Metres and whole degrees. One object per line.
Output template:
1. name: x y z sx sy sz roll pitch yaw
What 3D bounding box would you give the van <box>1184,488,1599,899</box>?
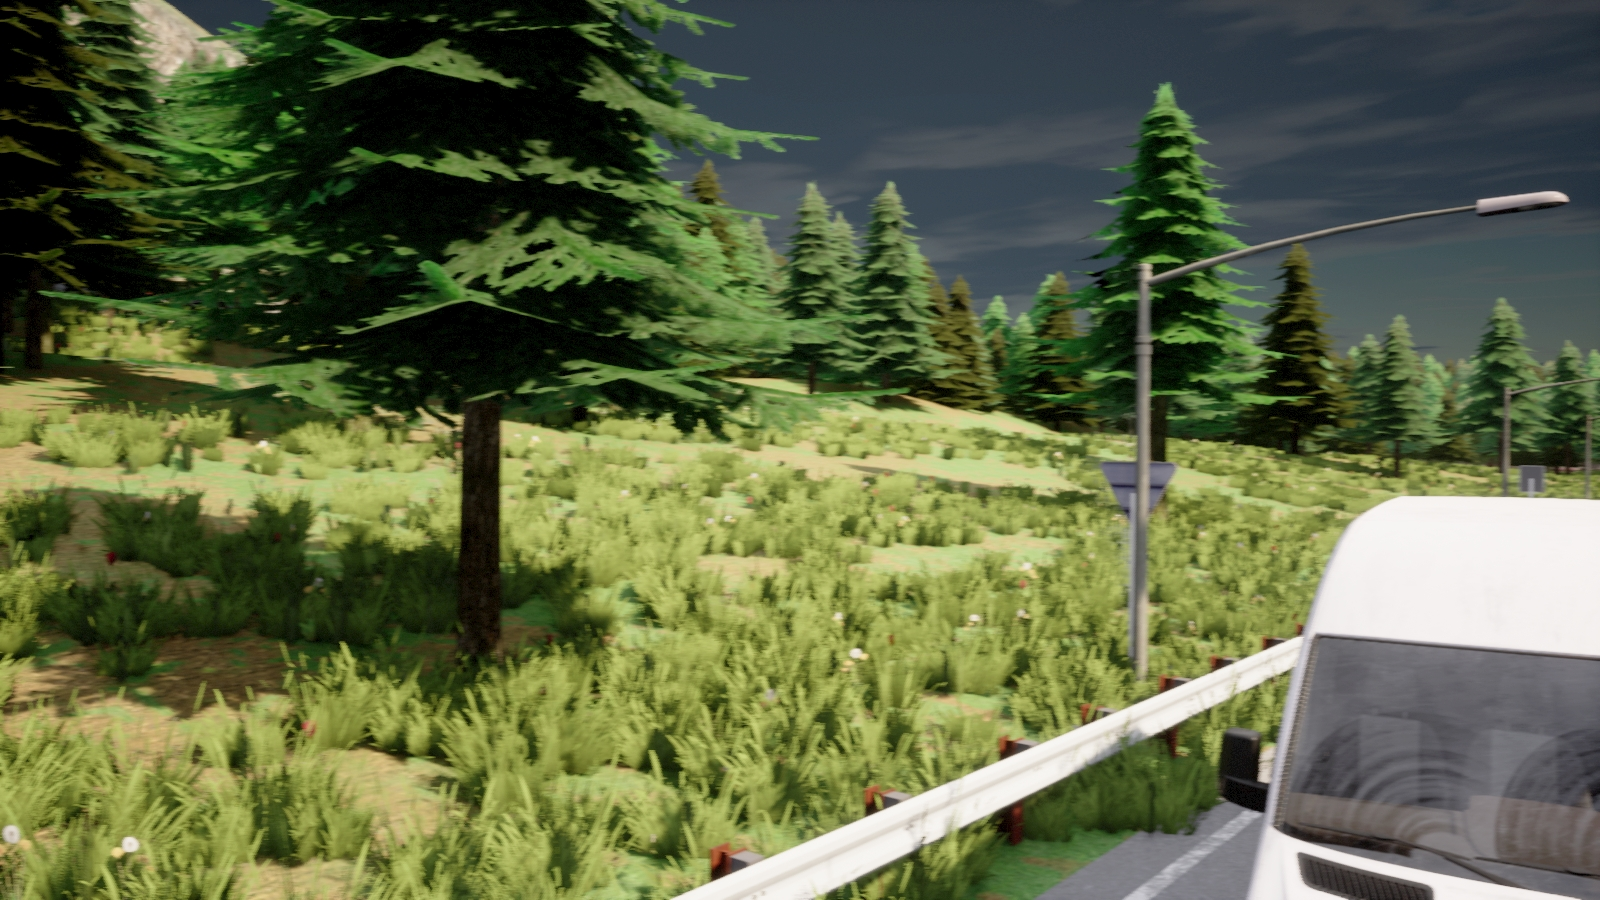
1. van: 3.608 1.557 5.638 1.988 2.561 5.915 0 0 31

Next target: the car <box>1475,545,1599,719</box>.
1. car: 10.064 2.152 14.255 2.128 1.511 4.902 1 0 39
